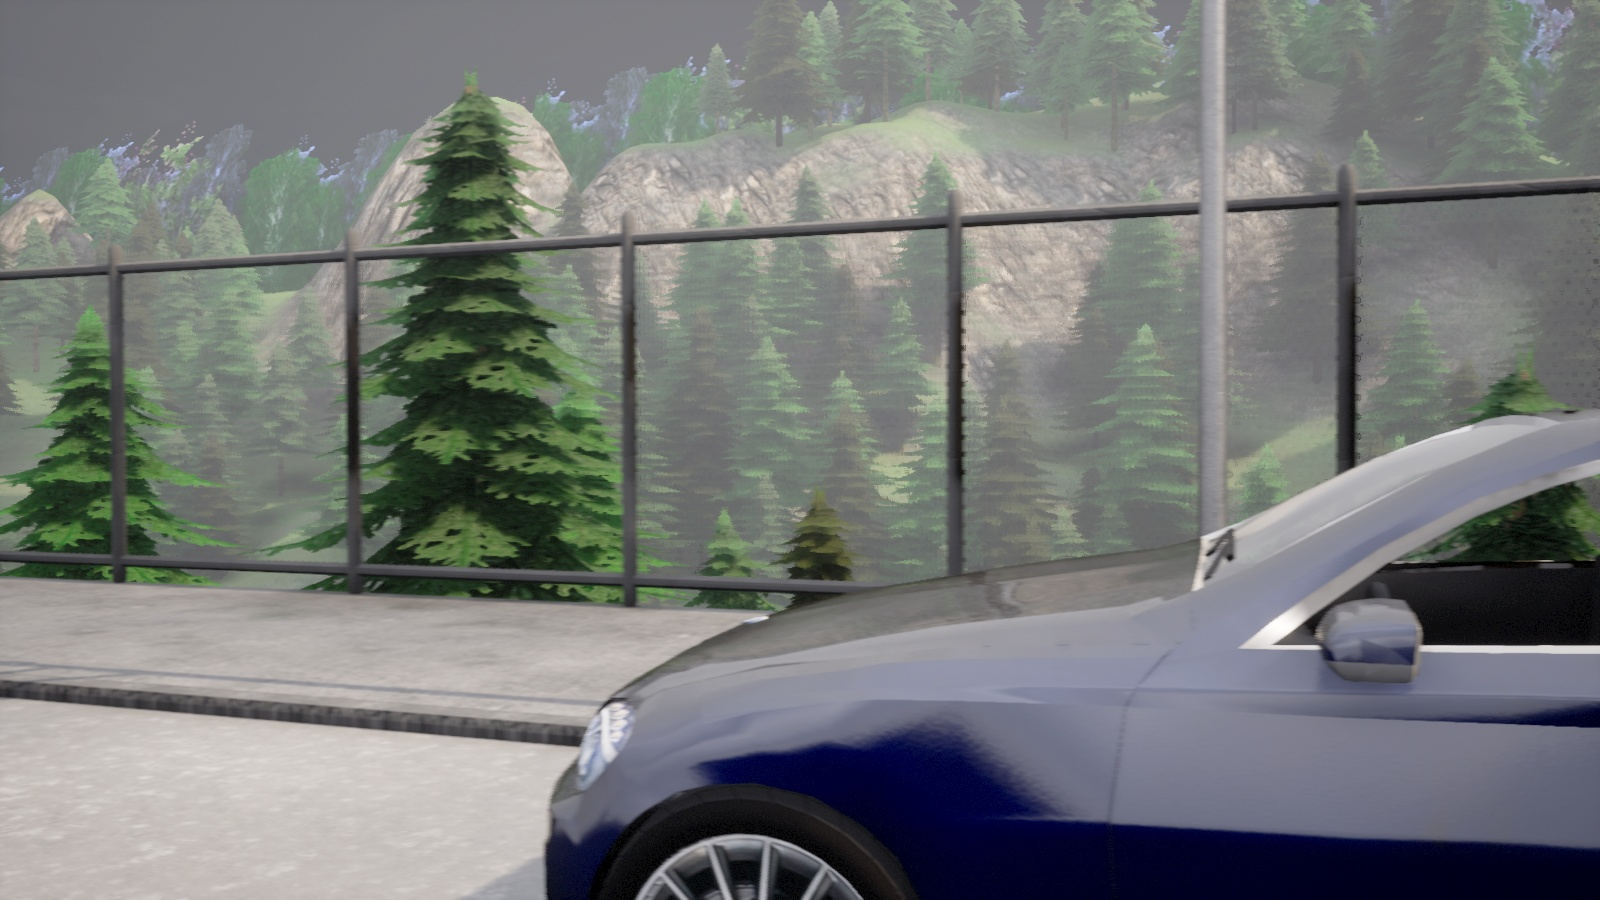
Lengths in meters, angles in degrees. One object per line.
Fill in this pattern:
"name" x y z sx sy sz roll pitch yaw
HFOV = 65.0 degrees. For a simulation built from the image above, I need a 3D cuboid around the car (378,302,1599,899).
"car" 1.748 0.562 3.128 5.027 1.651 2.152 1 1 19
